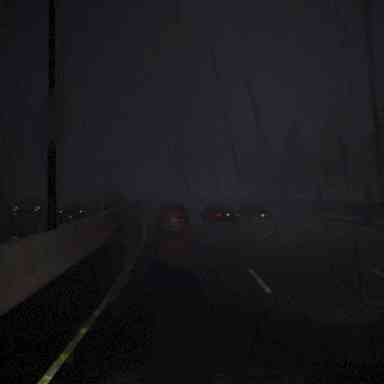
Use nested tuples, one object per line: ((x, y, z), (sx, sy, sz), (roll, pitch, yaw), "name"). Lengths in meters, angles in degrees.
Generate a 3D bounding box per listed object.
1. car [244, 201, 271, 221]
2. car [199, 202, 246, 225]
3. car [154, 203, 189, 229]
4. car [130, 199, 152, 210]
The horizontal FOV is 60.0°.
((4.789, 1.471, 26.975), (1.837, 1.490, 4.892), (0, 0, -11), "car")
((1.870, 1.517, 23.890), (2.033, 1.411, 5.357), (0, 0, -10), "car")
((-1.355, 1.477, 21.754), (1.837, 1.490, 4.892), (0, 0, -9), "car")
((-6.352, 1.549, 40.956), (1.895, 1.301, 4.718), (0, 0, -20), "car")
